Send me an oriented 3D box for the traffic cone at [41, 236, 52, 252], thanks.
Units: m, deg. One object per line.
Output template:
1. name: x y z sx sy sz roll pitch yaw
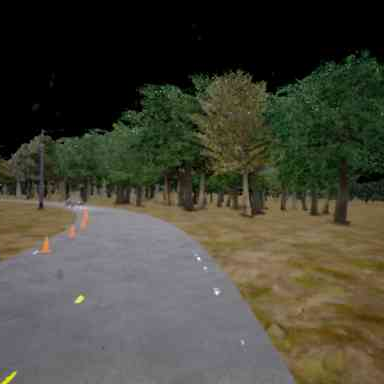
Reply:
1. traffic cone: -5.602 1.993 12.783 0.340 0.580 0.340 1 0 -7

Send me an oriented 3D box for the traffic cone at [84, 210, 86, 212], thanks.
1. traffic cone: -9.968 2.081 31.687 0.340 0.580 0.340 1 0 -19

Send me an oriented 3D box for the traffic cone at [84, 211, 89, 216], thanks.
1. traffic cone: -8.508 2.067 27.053 0.340 0.580 0.340 1 0 -16

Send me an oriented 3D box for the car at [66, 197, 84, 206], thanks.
1. car: -19.403 1.582 55.111 2.128 1.511 4.902 1 0 -35

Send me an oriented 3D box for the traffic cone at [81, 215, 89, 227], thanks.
1. traffic cone: -7.292 2.046 22.349 0.340 0.580 0.340 1 0 -13

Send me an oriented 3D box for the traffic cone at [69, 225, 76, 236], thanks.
1. traffic cone: -6.323 2.021 17.588 0.340 0.580 0.340 1 0 -10
